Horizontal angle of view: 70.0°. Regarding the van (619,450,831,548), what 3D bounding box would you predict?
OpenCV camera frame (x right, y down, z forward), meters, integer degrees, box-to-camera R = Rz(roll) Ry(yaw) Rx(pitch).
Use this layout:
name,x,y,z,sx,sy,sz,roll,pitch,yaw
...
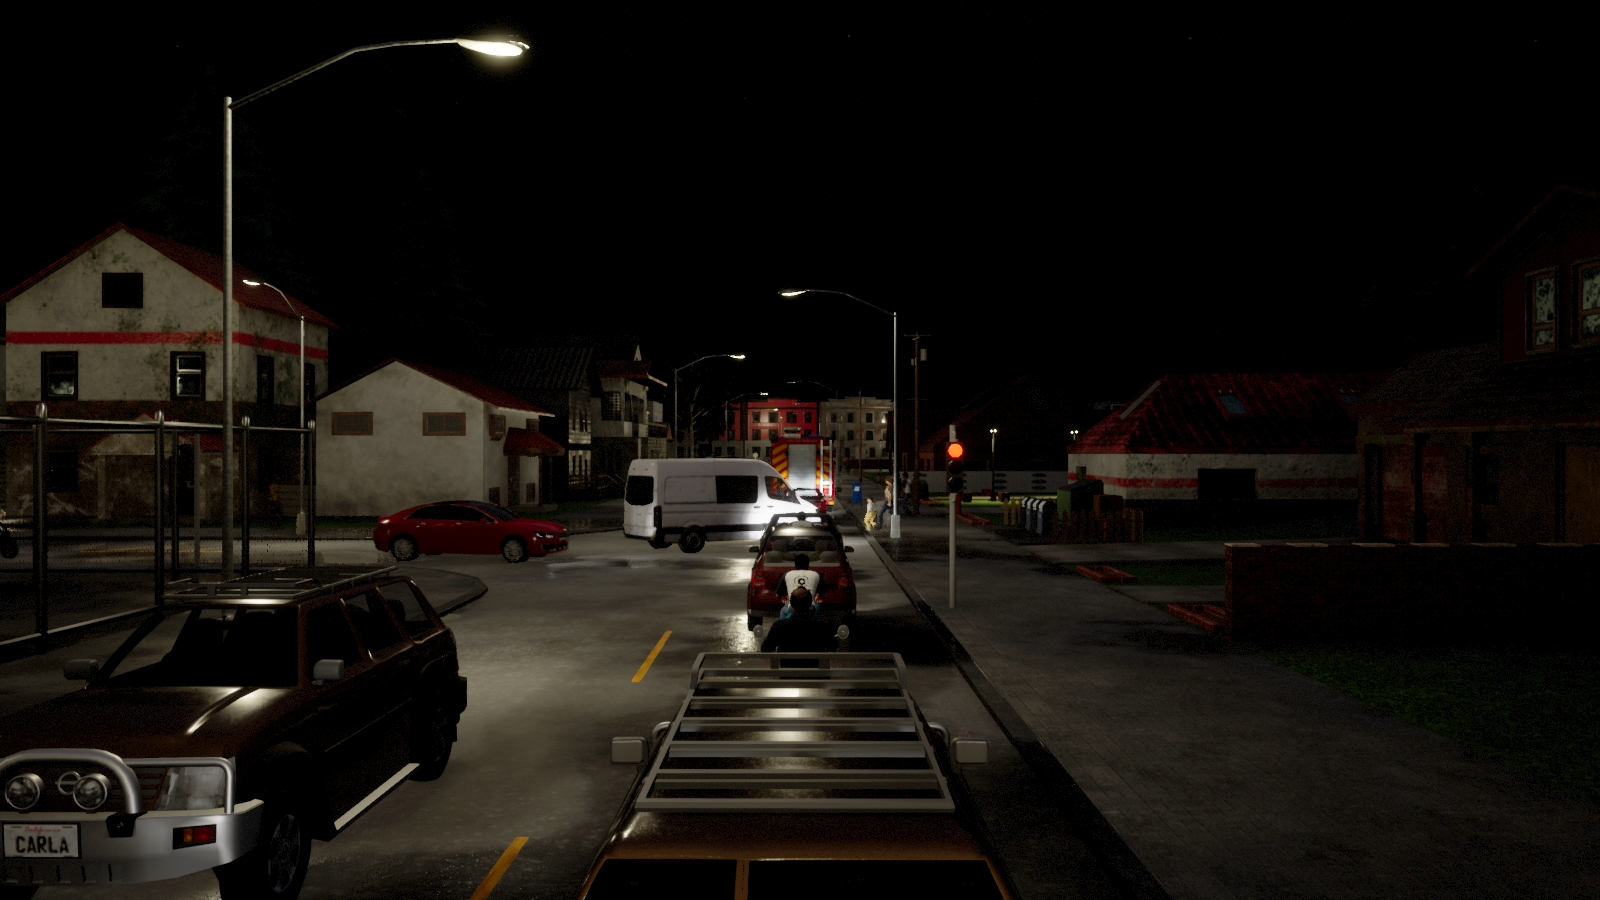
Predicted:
name,x,y,z,sx,sy,sz,roll,pitch,yaw
van,-2.053,1.302,32.662,5.915,2.561,1.988,0,0,-36

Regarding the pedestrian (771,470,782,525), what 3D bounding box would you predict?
name,x,y,z,sx,sy,sz,roll,pitch,yaw
pedestrian,-0.813,1.613,39.196,0.375,1.860,0.375,0,0,-3

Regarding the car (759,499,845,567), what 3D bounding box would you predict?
name,x,y,z,sx,sy,sz,roll,pitch,yaw
car,0.043,1.924,27.447,1.895,1.301,4.718,0,0,0

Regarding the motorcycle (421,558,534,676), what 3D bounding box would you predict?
name,x,y,z,sx,sy,sz,roll,pitch,yaw
motorcycle,-3.894,1.987,13.966,0.803,1.145,2.033,0,0,0

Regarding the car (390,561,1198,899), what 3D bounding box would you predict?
name,x,y,z,sx,sy,sz,roll,pitch,yaw
car,-0.006,1.641,5.035,1.932,1.855,4.605,0,0,0

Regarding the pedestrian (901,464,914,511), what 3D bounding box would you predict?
name,x,y,z,sx,sy,sz,roll,pitch,yaw
pedestrian,4.328,1.507,45.939,0.375,1.860,0.375,0,0,43

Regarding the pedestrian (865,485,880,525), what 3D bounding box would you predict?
name,x,y,z,sx,sy,sz,roll,pitch,yaw
pedestrian,2.365,1.790,37.272,0.375,1.300,0.375,0,0,32

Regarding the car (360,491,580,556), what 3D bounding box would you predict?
name,x,y,z,sx,sy,sz,roll,pitch,yaw
car,-8.336,1.830,29.082,4.892,1.480,2.231,0,0,8

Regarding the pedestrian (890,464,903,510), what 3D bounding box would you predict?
name,x,y,z,sx,sy,sz,roll,pitch,yaw
pedestrian,3.945,1.505,46.755,0.375,1.860,0.375,0,0,-29

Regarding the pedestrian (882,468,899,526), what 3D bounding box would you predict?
name,x,y,z,sx,sy,sz,roll,pitch,yaw
pedestrian,2.924,1.512,36.877,0.375,1.860,0.375,0,0,41

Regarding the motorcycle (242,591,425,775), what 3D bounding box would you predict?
name,x,y,z,sx,sy,sz,roll,pitch,yaw
motorcycle,-3.994,1.958,9.954,0.856,1.236,1.805,0,0,0

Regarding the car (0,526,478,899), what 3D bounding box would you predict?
name,x,y,z,sx,sy,sz,roll,pitch,yaw
car,-3.983,1.640,8.349,1.932,1.855,4.605,0,0,0

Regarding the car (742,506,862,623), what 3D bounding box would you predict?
name,x,y,z,sx,sy,sz,roll,pitch,yaw
car,0.027,1.798,18.824,1.789,1.549,3.705,0,0,0

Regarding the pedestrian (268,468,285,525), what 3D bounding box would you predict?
name,x,y,z,sx,sy,sz,roll,pitch,yaw
pedestrian,-17.168,1.510,37.495,0.375,1.860,0.375,0,0,3

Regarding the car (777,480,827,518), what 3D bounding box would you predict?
name,x,y,z,sx,sy,sz,roll,pitch,yaw
car,0.080,1.918,45.450,1.895,1.301,4.718,0,0,0
